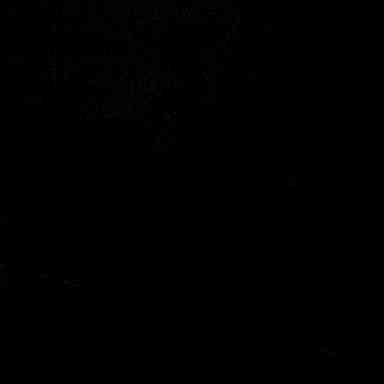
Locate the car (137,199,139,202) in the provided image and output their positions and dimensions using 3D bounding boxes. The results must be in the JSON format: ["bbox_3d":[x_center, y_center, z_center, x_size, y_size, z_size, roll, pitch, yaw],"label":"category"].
[{"bbox_3d":[-6.726,1.482,47.343,1.994,1.385,4.181,0,0,32],"label":"car"}]
